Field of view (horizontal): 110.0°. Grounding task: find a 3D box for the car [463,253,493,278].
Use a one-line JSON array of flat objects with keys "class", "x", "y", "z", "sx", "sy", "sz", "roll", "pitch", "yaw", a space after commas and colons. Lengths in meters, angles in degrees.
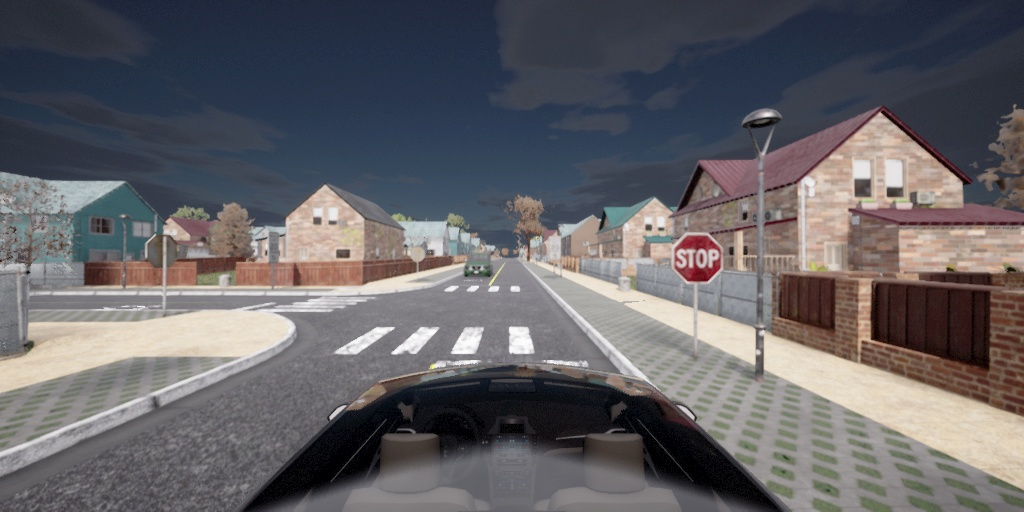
[{"class": "car", "x": -2.769, "y": 0.785, "z": 30.551, "sx": 2.150, "sy": 2.045, "sz": 5.566, "roll": 0, "pitch": 2, "yaw": 0}]
